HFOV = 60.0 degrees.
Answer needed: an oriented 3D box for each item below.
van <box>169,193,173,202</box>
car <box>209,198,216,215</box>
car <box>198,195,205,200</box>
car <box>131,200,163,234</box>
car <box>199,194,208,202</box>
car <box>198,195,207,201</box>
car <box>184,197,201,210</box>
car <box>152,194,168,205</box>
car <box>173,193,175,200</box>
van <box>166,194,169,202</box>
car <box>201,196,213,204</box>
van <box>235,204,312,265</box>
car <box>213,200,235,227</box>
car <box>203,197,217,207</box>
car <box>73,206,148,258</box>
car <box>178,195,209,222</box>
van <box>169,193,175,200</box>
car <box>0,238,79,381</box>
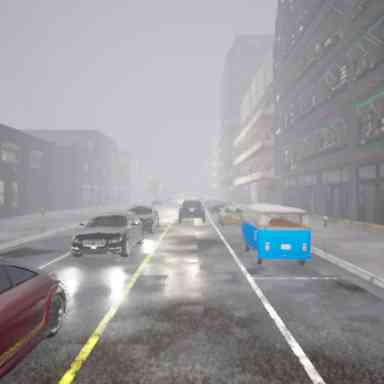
[{"bbox_3d":[-5.688,1.310,72.759,1.690,1.788,3.998,1,0,0],"label":"van"},{"bbox_3d":[2.696,1.566,33.739,1.947,1.339,4.313,1,0,0],"label":"car"},{"bbox_3d":[2.684,1.519,95.126,1.802,1.307,4.206,1,0,0],"label":"car"},{"bbox_3d":[-3.004,1.482,19.546,1.882,1.535,5.008,0,0,0],"label":"car"},{"bbox_3d":[2.690,1.402,78.384,1.967,1.590,4.097,1,0,0],"label":"car"},{"bbox_3d":[2.687,1.505,83.964,2.008,1.369,4.403,1,0,0],"label":"car"},{"bbox_3d":[0.066,1.487,43.772,2.128,1.511,4.902,0,0,0],"label":"car"},{"bbox_3d":[-5.689,1.551,56.019,1.947,1.339,4.313,1,0,0],"label":"car"},{"bbox_3d":[-5.693,1.499,83.920,1.887,1.381,4.507,1,0,0],"label":"car"},{"bbox_3d":[-5.686,1.321,61.599,1.690,1.788,3.998,1,0,0],"label":"van"},{"bbox_3d":[2.691,1.531,61.643,2.008,1.369,4.403,1,0,0],"label":"car"},{"bbox_3d":[2.703,1.344,11.416,1.690,1.788,3.998,1,0,0],"label":"van"},{"bbox_3d":[2.698,1.528,22.746,1.752,1.417,4.829,1,0,0],"label":"car"},{"bbox_3d":[2.693,1.534,50.481,1.887,1.381,4.507,1,0,0],"label":"car"},{"bbox_3d":[-3.086,1.509,12.918,1.837,1.490,4.892,0,0,0],"label":"car"},{"bbox_3d":[0.015,1.354,26.602,2.097,1.767,4.553,0,0,0],"label":"car"},{"bbox_3d":[-5.691,1.278,95.080,1.690,1.788,3.998,1,0,0],"label":"van"},{"bbox_3d":[-3.085,1.566,3.839,1.994,1.385,4.181,0,0,1],"label":"car"}]
